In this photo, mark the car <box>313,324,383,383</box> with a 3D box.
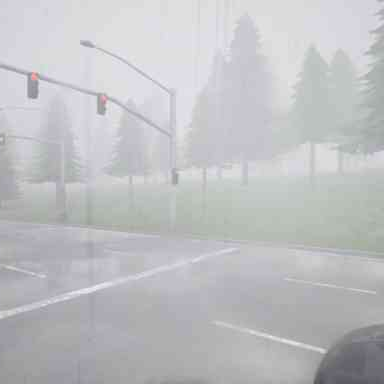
[{"bbox_3d":[3.180,1.505,1.718,4.892,1.490,1.837,0,0,36],"label":"car"}]
